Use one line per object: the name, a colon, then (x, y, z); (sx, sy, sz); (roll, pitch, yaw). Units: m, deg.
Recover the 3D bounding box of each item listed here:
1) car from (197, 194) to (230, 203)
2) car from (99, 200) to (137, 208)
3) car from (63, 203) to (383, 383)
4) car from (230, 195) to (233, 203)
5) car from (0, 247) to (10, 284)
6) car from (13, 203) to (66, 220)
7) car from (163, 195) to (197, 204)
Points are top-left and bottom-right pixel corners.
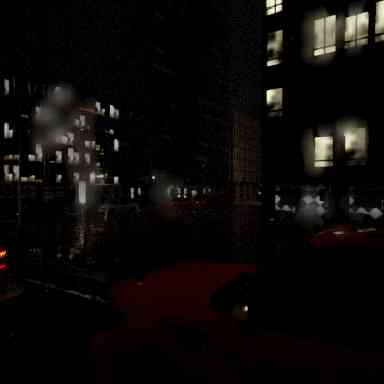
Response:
car: (2.279, 1.397, 43.647); (2.150, 2.045, 5.566); (1, 0, 37)
car: (-7.788, 1.617, 35.462); (1.812, 1.442, 4.674); (1, 0, 37)
car: (1.668, 1.221, 2.496); (5.566, 2.045, 2.150); (0, 0, 35)
car: (4.321, 1.405, 51.689); (2.150, 2.045, 5.566); (1, 0, 37)
car: (-6.238, 1.522, 8.109); (4.674, 1.442, 1.812); (0, 0, 35)
car: (-12.930, 1.616, 28.526); (1.994, 1.385, 4.181); (1, 0, 37)
car: (-1.913, 1.488, 43.357); (2.097, 1.767, 4.553); (1, 0, 37)
